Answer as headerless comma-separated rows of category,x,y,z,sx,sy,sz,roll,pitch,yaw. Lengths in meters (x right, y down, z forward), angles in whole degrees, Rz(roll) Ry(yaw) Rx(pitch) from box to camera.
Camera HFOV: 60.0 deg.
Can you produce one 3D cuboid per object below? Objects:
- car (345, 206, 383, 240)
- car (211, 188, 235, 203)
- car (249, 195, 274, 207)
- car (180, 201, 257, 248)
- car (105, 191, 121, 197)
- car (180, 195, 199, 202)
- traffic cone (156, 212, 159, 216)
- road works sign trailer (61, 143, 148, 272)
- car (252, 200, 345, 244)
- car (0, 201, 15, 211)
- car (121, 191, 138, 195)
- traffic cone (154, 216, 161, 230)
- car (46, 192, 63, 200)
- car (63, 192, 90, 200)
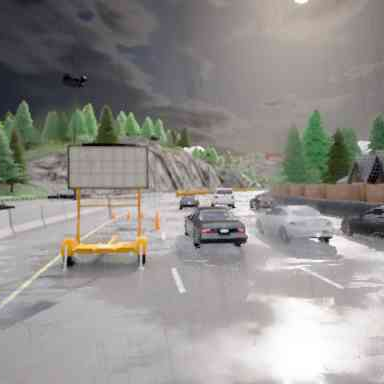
car,7.916,1.284,13.266,1.812,1.442,4.674,0,1,-8
car,3.243,0.638,35.083,2.150,2.045,5.566,0,1,1
car,6.688,1.013,31.452,2.033,1.411,5.357,0,1,0
car,0.787,1.319,13.709,2.033,1.411,5.357,0,1,-7
car,-14.948,0.501,63.484,2.128,1.511,4.902,0,1,11
car,-0.227,1.002,34.409,1.994,1.385,4.181,0,1,1
traffic cone,-2.018,1.642,19.442,0.340,0.580,0.340,0,1,-6
road works sign trailer,-2.542,0.301,10.312,2.380,3.560,2.880,0,1,-6
car,4.267,1.278,14.302,1.812,1.442,4.674,0,1,-7
car,-14.227,1.267,22.892,1.895,1.301,4.718,0,1,-3
car,-11.312,0.516,63.833,1.812,1.442,4.674,0,1,11
traffic cone,-1.805,1.674,17.454,0.340,0.580,0.340,0,1,-6
car,-23.059,0.727,57.551,1.895,1.301,4.718,0,1,9
car,-19.528,0.664,57.559,2.033,1.411,5.357,0,1,9
